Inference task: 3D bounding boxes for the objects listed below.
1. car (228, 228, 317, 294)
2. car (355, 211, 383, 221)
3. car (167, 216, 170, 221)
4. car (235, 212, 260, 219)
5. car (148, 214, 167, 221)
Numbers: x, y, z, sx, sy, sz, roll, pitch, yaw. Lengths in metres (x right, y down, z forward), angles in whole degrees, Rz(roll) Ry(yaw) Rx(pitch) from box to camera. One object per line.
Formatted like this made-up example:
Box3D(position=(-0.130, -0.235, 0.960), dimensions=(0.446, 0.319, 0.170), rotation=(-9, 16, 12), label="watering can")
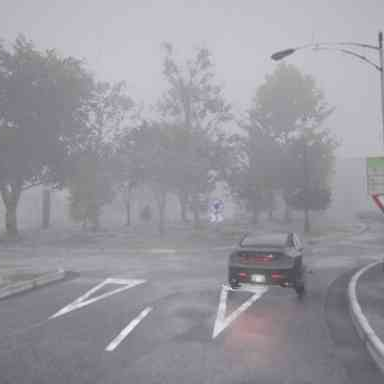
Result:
Box3D(position=(2.458, 1.840, 9.752), dimensions=(1.837, 1.490, 4.892), rotation=(-3, -4, 23), label="car")
Box3D(position=(23.428, 3.155, 43.795), dimensions=(1.994, 1.385, 4.181), rotation=(0, -4, -6), label="car")
Box3D(position=(-9.723, 7.267, 92.890), dimensions=(5.566, 2.045, 2.435), rotation=(1, -5, -14), label="car")
Box3D(position=(10.634, 4.608, 64.370), dimensions=(4.902, 1.511, 2.128), rotation=(-2, -6, 30), label="car")
Box3D(position=(-9.986, 7.247, 89.931), dimensions=(4.892, 1.521, 2.231), rotation=(1, -5, -15), label="car")
